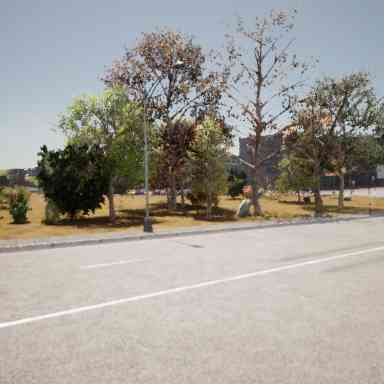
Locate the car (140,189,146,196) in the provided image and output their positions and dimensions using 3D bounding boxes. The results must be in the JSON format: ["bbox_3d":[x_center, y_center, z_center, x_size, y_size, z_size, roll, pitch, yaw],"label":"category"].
[{"bbox_3d":[-10.311,0.192,83.170,2.097,1.535,5.008,0,3,18],"label":"car"}]

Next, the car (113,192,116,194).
[{"bbox_3d":[-19.601,0.050,90.590,2.097,1.535,5.008,-1,3,19],"label":"car"}]

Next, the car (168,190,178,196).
[{"bbox_3d":[-3.278,0.276,77.658,2.163,1.488,4.792,-1,2,17],"label":"car"}]

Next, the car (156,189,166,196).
[{"bbox_3d":[-5.639,-0.012,79.465,2.435,2.045,5.566,0,2,18],"label":"car"}]

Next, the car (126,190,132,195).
[{"bbox_3d":[-15.025,0.128,86.685,1.946,1.575,5.366,0,3,19],"label":"car"}]

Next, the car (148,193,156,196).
[{"bbox_3d":[-7.983,0.222,81.326,2.231,1.521,4.892,-1,2,18],"label":"car"}]

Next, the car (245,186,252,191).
[{"bbox_3d":[10.984,-0.169,66.944,2.435,2.045,5.566,-1,2,16],"label":"car"}]

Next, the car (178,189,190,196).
[{"bbox_3d":[-0.907,0.115,75.902,2.185,1.767,4.553,-1,2,17],"label":"car"}]

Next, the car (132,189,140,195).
[{"bbox_3d":[-12.661,0.034,84.979,2.185,1.767,4.553,-1,2,18],"label":"car"}]
